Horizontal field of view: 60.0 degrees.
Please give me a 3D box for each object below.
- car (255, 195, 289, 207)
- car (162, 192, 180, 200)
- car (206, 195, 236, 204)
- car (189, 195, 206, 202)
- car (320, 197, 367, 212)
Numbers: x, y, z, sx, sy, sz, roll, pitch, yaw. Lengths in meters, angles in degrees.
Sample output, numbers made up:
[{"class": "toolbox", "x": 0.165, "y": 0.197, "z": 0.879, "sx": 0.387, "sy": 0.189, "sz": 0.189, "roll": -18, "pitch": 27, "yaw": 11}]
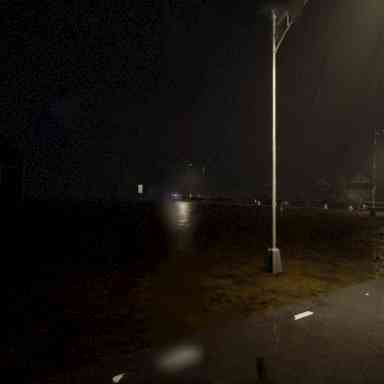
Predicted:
[{"class": "car", "x": 10.590, "y": 1.176, "z": 44.255, "sx": 1.837, "sy": 1.490, "sz": 4.892, "roll": 2, "pitch": 0, "yaw": -35}, {"class": "car", "x": -4.619, "y": 0.876, "z": 71.927, "sx": 2.097, "sy": 1.767, "sz": 4.553, "roll": 2, "pitch": -1, "yaw": -35}, {"class": "car", "x": 4.822, "y": 1.173, "z": 52.400, "sx": 1.895, "sy": 1.301, "sz": 4.718, "roll": 2, "pitch": -1, "yaw": -35}, {"class": "car", "x": 1.304, "y": 1.188, "z": 63.733, "sx": 1.895, "sy": 1.301, "sz": 4.718, "roll": 2, "pitch": -1, "yaw": -35}, {"class": "car", "x": 16.344, "y": 1.292, "z": 36.140, "sx": 1.837, "sy": 1.490, "sz": 4.892, "roll": 2, "pitch": 0, "yaw": -35}]
